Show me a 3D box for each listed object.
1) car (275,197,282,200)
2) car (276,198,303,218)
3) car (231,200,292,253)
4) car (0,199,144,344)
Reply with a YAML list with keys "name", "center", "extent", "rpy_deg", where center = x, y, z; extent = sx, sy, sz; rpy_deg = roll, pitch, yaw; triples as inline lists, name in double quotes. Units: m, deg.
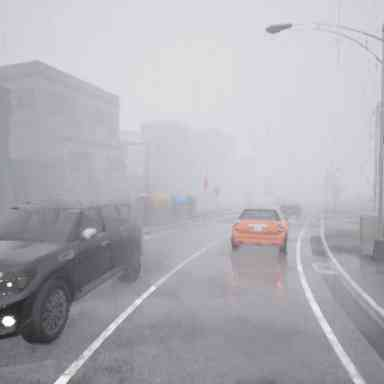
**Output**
- name: "car"
  center: [14.341, 1.644, 54.368]
  extent: [1.837, 1.490, 4.892]
  rpy_deg: [1, 0, 22]
- name: "car"
  center: [9.524, 1.583, 31.917]
  extent: [1.882, 1.535, 5.008]
  rpy_deg: [1, 0, 21]
- name: "car"
  center: [3.065, 1.388, 14.322]
  extent: [2.097, 1.767, 4.553]
  rpy_deg: [1, 0, 17]
- name: "car"
  center: [-2.728, 1.187, 6.840]
  extent: [2.150, 2.045, 5.566]
  rpy_deg: [1, 0, 11]
